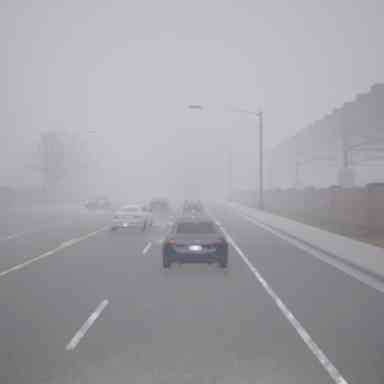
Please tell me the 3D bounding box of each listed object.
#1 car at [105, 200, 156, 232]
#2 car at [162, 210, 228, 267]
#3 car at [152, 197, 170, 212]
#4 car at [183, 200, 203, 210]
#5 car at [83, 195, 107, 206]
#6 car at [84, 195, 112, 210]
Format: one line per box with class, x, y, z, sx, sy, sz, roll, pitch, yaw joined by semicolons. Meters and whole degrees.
car;-3.402;1.428;19.310;1.812;1.442;4.674;0;0;0
car;0.097;1.526;11.325;1.994;1.385;4.181;0;0;0
car;-3.404;1.255;35.729;1.882;1.535;5.008;0;0;0
car;0.097;1.403;32.436;1.895;1.301;4.718;0;0;0
car;-14.074;1.158;48.542;1.882;1.535;5.008;0;0;0
car;-10.596;1.113;37.767;2.097;1.767;4.553;0;1;0
